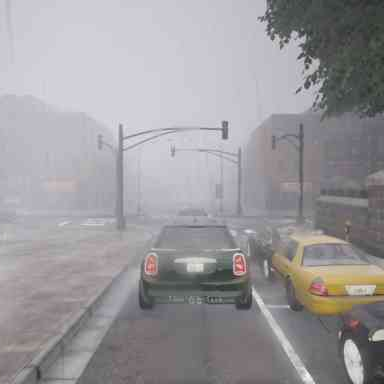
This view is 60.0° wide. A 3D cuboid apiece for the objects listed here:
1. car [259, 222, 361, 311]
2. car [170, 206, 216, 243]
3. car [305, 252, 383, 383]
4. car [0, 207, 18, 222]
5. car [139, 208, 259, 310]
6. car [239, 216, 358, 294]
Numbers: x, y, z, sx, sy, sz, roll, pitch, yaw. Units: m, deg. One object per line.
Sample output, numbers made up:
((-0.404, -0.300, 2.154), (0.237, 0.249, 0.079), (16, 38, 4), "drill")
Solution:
((2.685, 1.523, 7.605), (1.752, 1.417, 4.829), (-1, 0, 0), "car")
((0.036, 1.555, 17.420), (2.033, 1.411, 5.357), (0, 0, 0), "car")
((2.625, 1.550, 2.443), (2.008, 1.369, 4.403), (-1, 0, 0), "car")
((-14.725, 1.426, 23.080), (4.892, 1.490, 1.837), (1, 1, 0), "car")
((0.077, 1.350, 7.986), (2.097, 1.767, 4.553), (0, 0, 0), "car")
((2.665, 1.548, 9.579), (2.008, 1.369, 4.403), (-1, 0, 0), "car")
